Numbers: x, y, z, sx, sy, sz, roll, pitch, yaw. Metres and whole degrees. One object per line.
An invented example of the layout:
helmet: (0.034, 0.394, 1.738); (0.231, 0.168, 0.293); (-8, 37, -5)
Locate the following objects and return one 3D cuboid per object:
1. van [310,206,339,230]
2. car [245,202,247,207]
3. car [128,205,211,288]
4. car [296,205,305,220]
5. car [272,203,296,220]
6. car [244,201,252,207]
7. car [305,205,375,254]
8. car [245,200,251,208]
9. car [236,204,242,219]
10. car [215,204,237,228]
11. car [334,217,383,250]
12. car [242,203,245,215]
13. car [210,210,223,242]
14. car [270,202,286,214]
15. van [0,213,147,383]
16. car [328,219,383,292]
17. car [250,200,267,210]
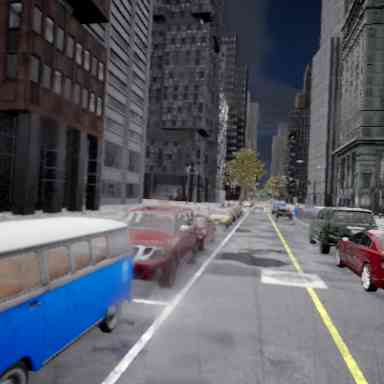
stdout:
van: (11.723, 2.221, 29.663); (1.690, 1.788, 3.998); (3, -1, 12)
car: (5.548, 2.244, 42.216); (1.887, 1.381, 4.507); (3, -1, 12)
car: (-1.042, 1.360, 9.736); (2.192, 1.841, 5.009); (3, -1, 12)
car: (13.917, 2.643, 40.486); (1.887, 1.381, 4.507); (3, -1, 12)
car: (11.049, 2.458, 40.082); (1.837, 1.490, 4.892); (3, 0, 12)
car: (15.267, 3.234, 89.899); (1.887, 1.381, 4.507); (3, -1, 12)
car: (6.979, 1.729, 15.730); (2.150, 2.045, 5.566); (3, -1, 12)
car: (13.119, 2.992, 79.368); (1.752, 1.417, 4.829); (3, -1, 12)
car: (3.347, 2.025, 31.389); (1.887, 1.381, 4.507); (3, -1, 12)
car: (2.214, 1.894, 25.809); (1.752, 1.417, 4.829); (3, -1, 12)
car: (9.506, 2.244, 18.835); (1.802, 1.307, 4.206); (3, -1, 12)
car: (4.448, 2.134, 36.802); (1.887, 1.381, 4.507); (3, -1, 12)
car: (0.046, 1.699, 15.148); (1.887, 1.381, 4.507); (3, -1, 12)
car: (13.095, 2.723, 50.372); (1.994, 1.385, 4.181); (3, -1, 12)
van: (-2.144, 1.278, 4.322); (1.690, 1.788, 3.998); (3, -1, 12)
car: (5.691, 1.860, 9.823); (1.882, 1.535, 5.008); (3, -1, 11)
car: (11.525, 2.487, 57.628); (1.882, 1.535, 5.008); (3, -1, 12)
